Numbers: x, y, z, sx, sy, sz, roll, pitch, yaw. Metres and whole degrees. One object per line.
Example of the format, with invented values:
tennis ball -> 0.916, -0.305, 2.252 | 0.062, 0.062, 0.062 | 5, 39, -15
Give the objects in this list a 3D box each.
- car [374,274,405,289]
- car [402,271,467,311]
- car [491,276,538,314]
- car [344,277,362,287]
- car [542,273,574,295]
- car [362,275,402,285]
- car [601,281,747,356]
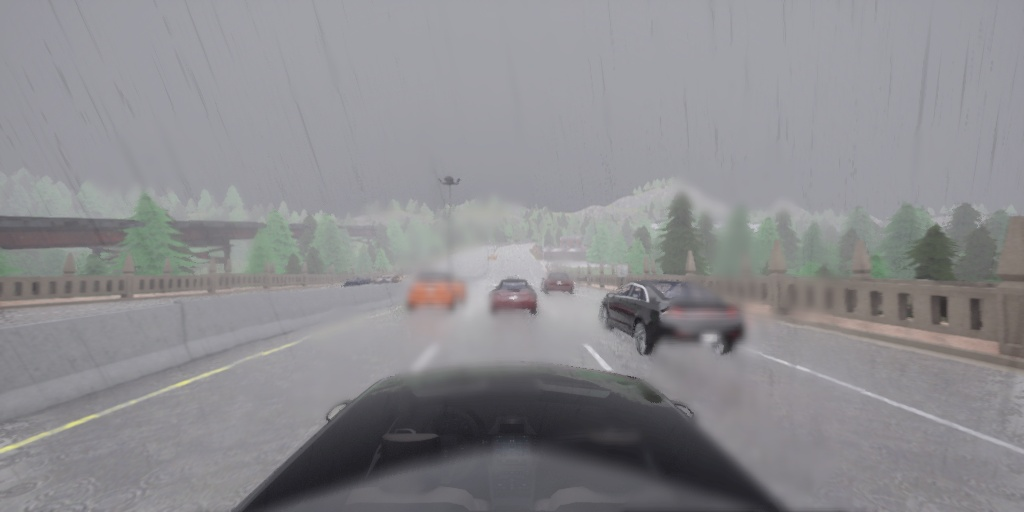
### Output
car -> -14.075, 2.909, 41.507 | 1.882, 1.535, 5.008 | 0, -3, 0
car -> -3.407, 1.577, 17.166 | 2.097, 1.767, 4.553 | 0, -3, 0
car -> 0.093, 1.737, 16.115 | 1.994, 1.385, 4.181 | 0, -3, 0
car -> -17.559, 3.032, 41.501 | 1.895, 1.301, 4.718 | 0, -3, 0
car -> 3.587, 2.148, 28.644 | 2.097, 1.767, 4.553 | 0, -3, 0
car -> -10.596, 2.440, 30.256 | 1.994, 1.385, 4.181 | 0, -3, 0
car -> 3.596, 1.354, 8.929 | 2.128, 1.511, 4.902 | 0, -2, 0
